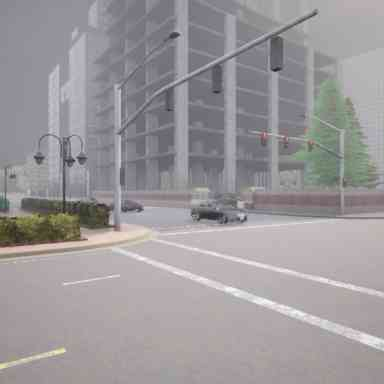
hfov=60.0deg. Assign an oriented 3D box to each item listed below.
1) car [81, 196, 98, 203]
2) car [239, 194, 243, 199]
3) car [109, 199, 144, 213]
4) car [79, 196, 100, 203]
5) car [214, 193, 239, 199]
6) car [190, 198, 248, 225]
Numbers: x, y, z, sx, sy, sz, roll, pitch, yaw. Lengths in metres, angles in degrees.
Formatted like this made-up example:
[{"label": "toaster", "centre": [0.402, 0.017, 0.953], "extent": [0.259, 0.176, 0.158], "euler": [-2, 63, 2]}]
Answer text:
[{"label": "car", "centre": [-20.621, 1.545, 66.726], "extent": [1.895, 1.301, 4.718], "euler": [0, 0, -36]}, {"label": "car", "centre": [7.433, 1.114, 55.200], "extent": [1.905, 1.878, 3.866], "euler": [0, 0, -36]}, {"label": "car", "centre": [-7.177, 1.492, 35.970], "extent": [2.033, 1.411, 5.357], "euler": [0, 0, -36]}, {"label": "car", "centre": [-14.152, 1.450, 45.588], "extent": [1.837, 1.490, 4.892], "euler": [0, 0, -36]}, {"label": "car", "centre": [5.043, 1.114, 53.485], "extent": [1.905, 1.878, 3.866], "euler": [0, 0, -36]}, {"label": "car", "centre": [1.811, 1.438, 23.597], "extent": [2.128, 1.511, 4.902], "euler": [0, 0, -36]}]
